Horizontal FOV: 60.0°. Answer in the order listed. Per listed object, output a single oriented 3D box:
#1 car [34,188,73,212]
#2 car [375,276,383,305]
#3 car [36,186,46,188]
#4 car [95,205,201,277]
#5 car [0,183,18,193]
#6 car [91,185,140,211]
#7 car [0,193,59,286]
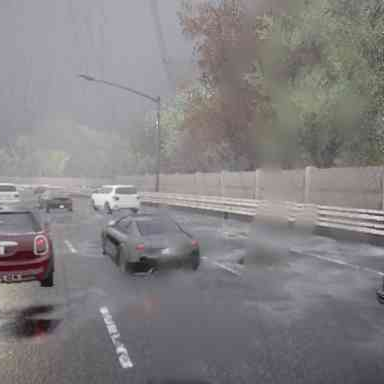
[{"bbox_3d":[-10.502,0.699,25.377,1.837,1.490,4.892,0,2,-34],"label":"car"},{"bbox_3d":[4.962,1.533,3.688,2.033,1.411,5.357,0,2,-22],"label":"car"},{"bbox_3d":[-25.521,-0.311,56.139,1.837,1.490,4.892,-1,2,-21],"label":"car"},{"bbox_3d":[-1.365,1.300,9.558,1.994,1.385,4.181,0,2,-25],"label":"car"},{"bbox_3d":[-14.338,0.368,24.778,2.150,2.045,5.566,0,2,-36],"label":"car"},{"bbox_3d":[-5.736,0.513,24.578,2.150,2.045,5.566,0,2,-33],"label":"car"},{"bbox_3d":[-4.589,1.069,8.212,2.097,1.767,4.553,0,2,-24],"label":"car"}]
